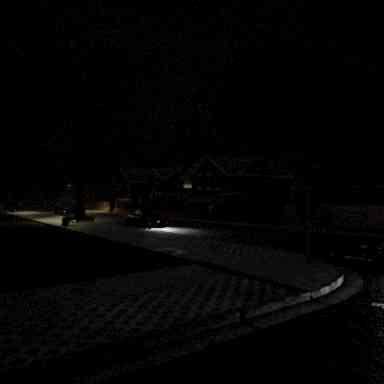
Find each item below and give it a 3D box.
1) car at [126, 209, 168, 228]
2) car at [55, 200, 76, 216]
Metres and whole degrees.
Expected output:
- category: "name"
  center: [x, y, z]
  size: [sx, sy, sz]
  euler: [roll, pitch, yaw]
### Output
- category: "car"
  center: [-3.660, 2.080, 26.572]
  size: [1.994, 1.385, 4.181]
  euler: [0, -1, -35]
- category: "car"
  center: [-17.325, 2.175, 45.973]
  size: [2.150, 2.045, 5.566]
  euler: [0, -1, -35]
